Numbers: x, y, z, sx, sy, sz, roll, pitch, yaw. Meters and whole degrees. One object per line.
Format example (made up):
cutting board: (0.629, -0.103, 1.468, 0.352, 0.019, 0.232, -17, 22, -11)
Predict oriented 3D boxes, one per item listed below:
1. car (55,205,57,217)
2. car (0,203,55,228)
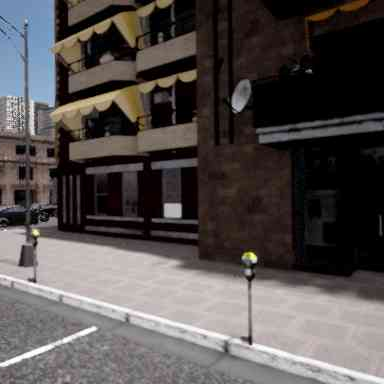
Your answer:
car: (-14.420, 1.719, 31.310, 1.947, 1.339, 4.313, 0, 1, 35)
car: (-12.526, 1.687, 23.901, 1.994, 1.385, 4.181, -1, 0, 35)
